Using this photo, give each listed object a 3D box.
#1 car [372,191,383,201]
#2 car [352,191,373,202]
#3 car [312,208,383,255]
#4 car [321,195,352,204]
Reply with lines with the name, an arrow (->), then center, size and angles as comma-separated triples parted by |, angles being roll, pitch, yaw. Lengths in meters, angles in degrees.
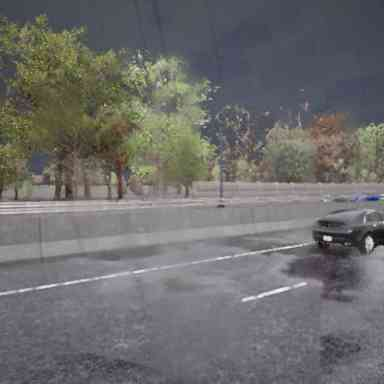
car -> 26.903, 1.041, 44.949 | 4.553, 1.767, 2.097 | 0, 0, -35
car -> 25.088, 0.913, 47.950 | 5.566, 2.045, 2.150 | 0, 0, -35
car -> 6.659, 1.411, 12.898 | 4.892, 1.490, 1.837 | 1, -1, -35
car -> 21.102, 1.195, 49.362 | 4.902, 1.511, 2.128 | -1, 0, -36
